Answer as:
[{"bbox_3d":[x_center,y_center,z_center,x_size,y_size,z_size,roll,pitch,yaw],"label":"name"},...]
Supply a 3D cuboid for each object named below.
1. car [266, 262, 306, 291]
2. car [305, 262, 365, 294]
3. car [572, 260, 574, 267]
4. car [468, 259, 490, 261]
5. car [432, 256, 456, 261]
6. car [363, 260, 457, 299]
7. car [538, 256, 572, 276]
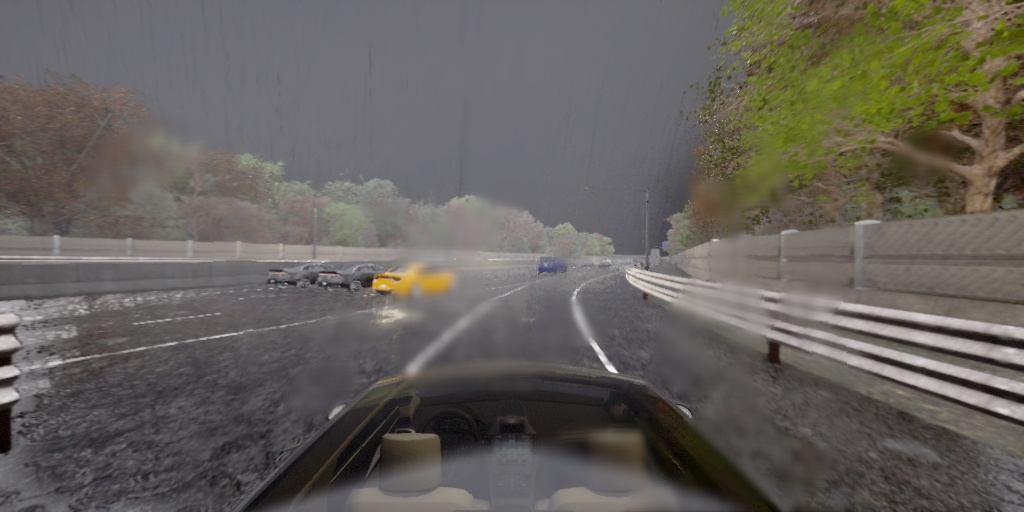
[{"bbox_3d":[-11.174,1.087,20.364,2.128,1.511,4.902,1,0,23],"label":"car"},{"bbox_3d":[-7.897,1.120,19.125,2.128,1.511,4.902,1,0,23],"label":"car"},{"bbox_3d":[7.595,1.454,55.061,1.837,1.490,4.892,1,0,23],"label":"car"},{"bbox_3d":[-4.974,1.331,61.318,1.837,1.490,4.892,1,0,24],"label":"car"},{"bbox_3d":[-11.480,1.242,63.877,1.882,1.535,5.008,1,0,24],"label":"car"},{"bbox_3d":[-4.617,1.168,17.855,1.882,1.535,5.008,1,0,23],"label":"car"},{"bbox_3d":[4.536,1.071,39.180,2.150,2.045,5.566,1,0,23],"label":"car"}]
